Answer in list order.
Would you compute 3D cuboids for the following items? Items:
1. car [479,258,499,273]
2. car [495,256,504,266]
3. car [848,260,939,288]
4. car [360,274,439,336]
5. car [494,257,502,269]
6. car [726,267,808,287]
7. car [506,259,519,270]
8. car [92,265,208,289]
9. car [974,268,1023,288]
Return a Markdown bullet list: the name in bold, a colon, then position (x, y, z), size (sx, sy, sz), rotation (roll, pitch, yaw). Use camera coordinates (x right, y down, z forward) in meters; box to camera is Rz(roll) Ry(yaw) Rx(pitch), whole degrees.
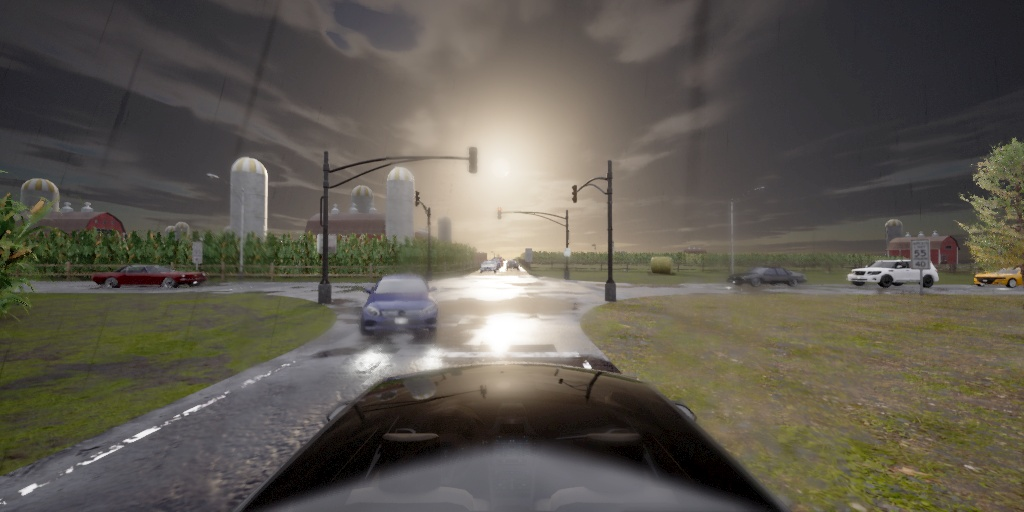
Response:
- **car**: position (-2.818, 1.312, 43.367), size (1.812, 1.442, 4.674), rotation (0, 0, -1)
- **car**: position (-2.891, 1.295, 62.545), size (1.882, 1.535, 5.008), rotation (0, 0, 0)
- **car**: position (28.660, 1.291, 27.005), size (5.566, 2.045, 2.150), rotation (1, -1, -4)
- **car**: position (-3.265, 1.277, 10.704), size (1.812, 1.442, 4.674), rotation (1, 0, -17)
- **car**: position (-2.872, 1.325, 52.524), size (1.812, 1.442, 4.674), rotation (0, 0, 0)
- **car**: position (18.675, 1.525, 26.296), size (5.357, 1.411, 2.033), rotation (1, -1, -8)
- **car**: position (0.061, 1.404, 54.601), size (1.895, 1.301, 4.718), rotation (0, 0, 0)
- **car**: position (-20.040, 1.162, 20.064), size (4.718, 1.301, 1.895), rotation (1, -1, -4)
- **car**: position (38.842, 1.645, 27.759), size (5.008, 1.535, 1.882), rotation (1, -1, -5)
